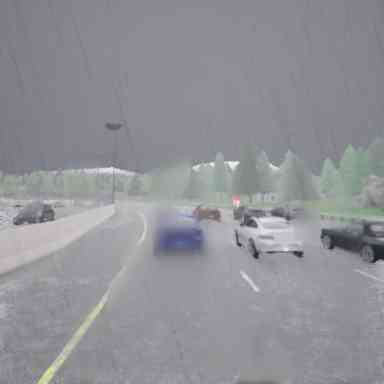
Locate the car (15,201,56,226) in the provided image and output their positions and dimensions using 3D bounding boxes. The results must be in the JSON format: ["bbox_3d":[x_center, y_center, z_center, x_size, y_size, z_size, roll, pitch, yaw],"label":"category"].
[{"bbox_3d":[-12.630,1.733,26.879,2.097,1.767,4.553,0,-1,-8],"label":"car"}]

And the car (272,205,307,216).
[{"bbox_3d":[8.337,1.850,29.204,2.128,1.511,4.902,0,-1,-8],"label":"car"}]

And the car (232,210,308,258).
[{"bbox_3d":[2.991,1.693,13.432,1.812,1.442,4.674,0,0,-4],"label":"car"}]

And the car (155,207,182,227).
[{"bbox_3d":[-1.996,1.960,27.327,1.895,1.301,4.718,0,-1,-8],"label":"car"}]

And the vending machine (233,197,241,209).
[{"bbox_3d":[7.683,1.912,56.908,1.100,2.100,0.880,0,-1,-15],"label":"vending machine"}]

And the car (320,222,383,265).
[{"bbox_3d":[6.573,1.746,12.337,1.895,1.301,4.718,0,-1,-4],"label":"car"}]

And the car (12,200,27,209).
[{"bbox_3d":[-32.515,2.317,62.707,1.882,1.535,5.008,0,-1,-20],"label":"car"}]

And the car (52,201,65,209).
[{"bbox_3d":[-25.174,2.420,63.050,2.128,1.511,4.902,0,-1,-20],"label":"car"}]

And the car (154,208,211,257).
[{"bbox_3d":[-0.539,1.659,13.792,1.882,1.535,5.008,0,0,-4],"label":"car"}]

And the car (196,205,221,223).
[{"bbox_3d":[1.221,1.857,29.531,1.882,1.535,5.008,0,0,-8],"label":"car"}]

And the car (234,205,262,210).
[{"bbox_3d":[4.858,1.867,28.800,1.837,1.490,4.892,0,0,-8],"label":"car"}]
